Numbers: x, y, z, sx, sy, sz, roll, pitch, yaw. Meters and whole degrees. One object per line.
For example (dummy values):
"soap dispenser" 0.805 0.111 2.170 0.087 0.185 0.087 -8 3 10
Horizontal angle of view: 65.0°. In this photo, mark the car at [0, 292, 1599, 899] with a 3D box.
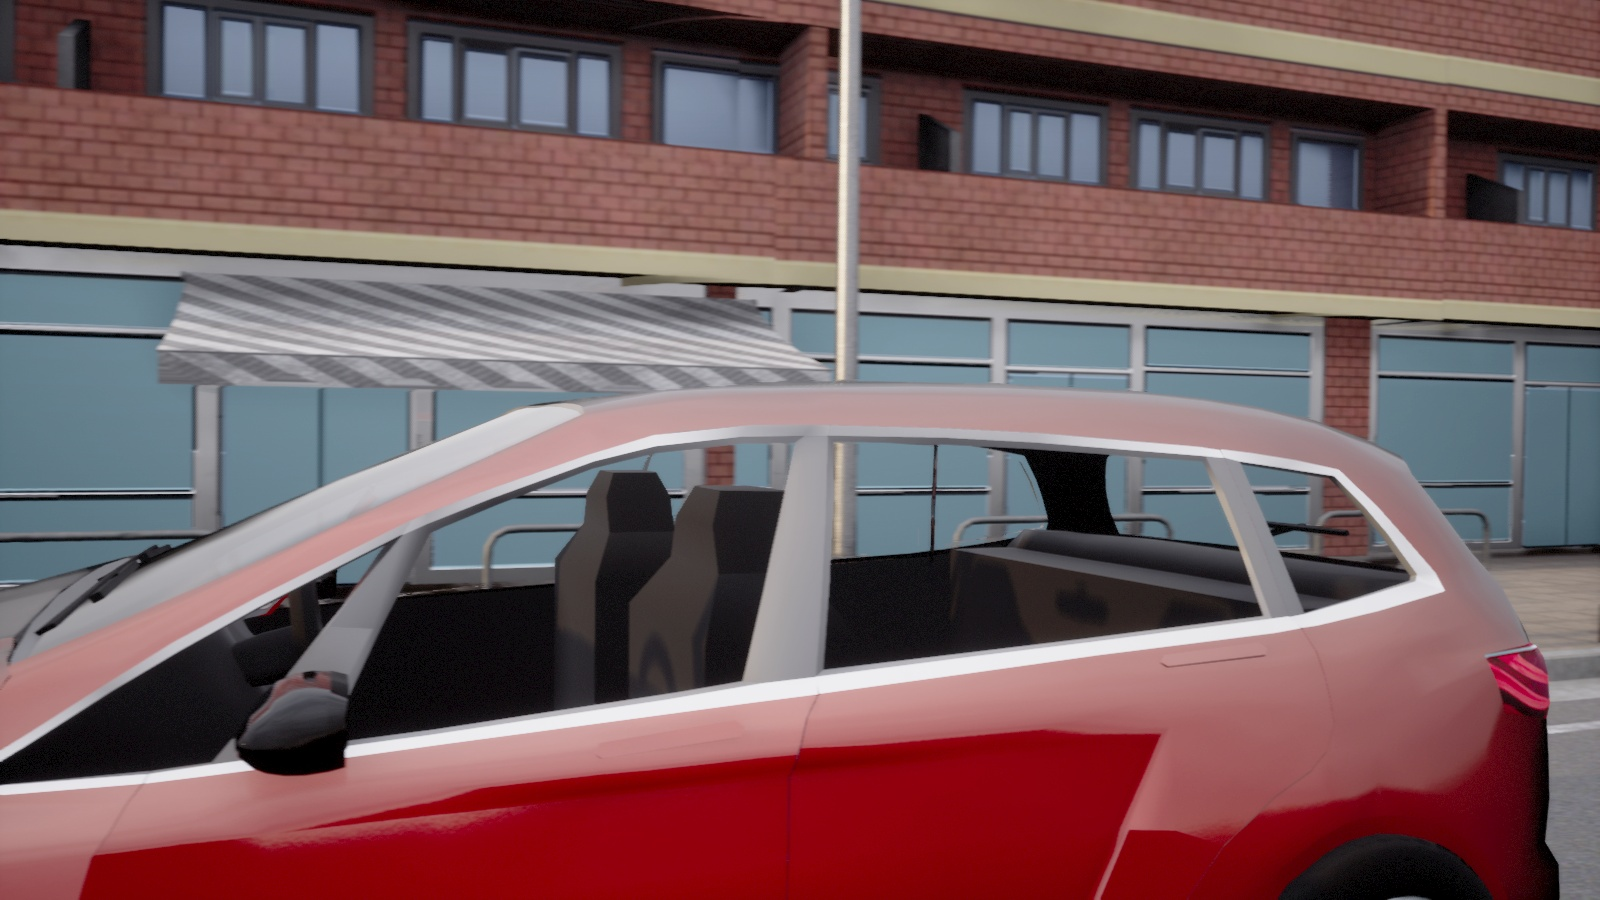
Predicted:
"car" -0.489 0.597 3.052 4.611 1.667 2.242 -1 1 -21
